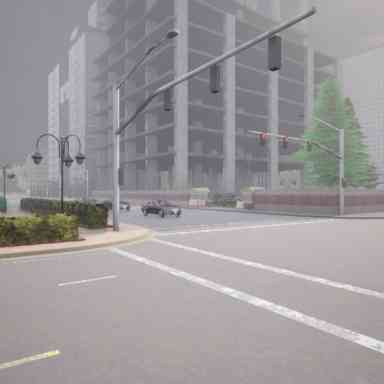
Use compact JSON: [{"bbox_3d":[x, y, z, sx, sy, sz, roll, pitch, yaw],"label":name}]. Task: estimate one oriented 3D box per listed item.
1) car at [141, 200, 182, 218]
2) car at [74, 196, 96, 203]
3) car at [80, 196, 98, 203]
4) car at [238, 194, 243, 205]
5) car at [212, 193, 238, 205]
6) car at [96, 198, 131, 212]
[{"bbox_3d":[-2.819,1.436,29.815,2.128,1.511,4.902,0,0,-36],"label":"car"},{"bbox_3d":[-15.571,1.509,47.385,1.994,1.385,4.181,0,0,-36],"label":"car"},{"bbox_3d":[-20.713,1.545,66.671,1.895,1.301,4.718,0,0,-36],"label":"car"},{"bbox_3d":[7.346,1.114,55.157,1.905,1.878,3.866,0,0,-36],"label":"car"},{"bbox_3d":[4.957,1.114,53.441,1.905,1.878,3.866,0,0,-36],"label":"car"},{"bbox_3d":[-8.694,1.436,37.900,2.128,1.511,4.902,0,0,-36],"label":"car"}]
